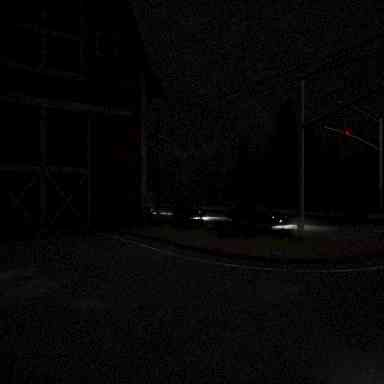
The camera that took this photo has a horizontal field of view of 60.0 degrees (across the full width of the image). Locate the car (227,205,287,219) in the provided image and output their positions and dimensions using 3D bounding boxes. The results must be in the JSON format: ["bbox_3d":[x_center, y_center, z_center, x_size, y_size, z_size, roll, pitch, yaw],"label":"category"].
[{"bbox_3d":[4.918,1.723,26.225,2.033,1.411,5.357,0,0,-34],"label":"car"}]

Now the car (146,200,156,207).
[{"bbox_3d":[-6.119,1.879,42.344,1.895,1.301,4.718,0,0,-34],"label":"car"}]

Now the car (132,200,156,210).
[{"bbox_3d":[-7.351,1.890,50.681,1.994,1.385,4.181,0,0,-34],"label":"car"}]

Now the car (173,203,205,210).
[{"bbox_3d":[-0.365,1.789,33.942,1.994,1.385,4.181,0,0,-34],"label":"car"}]
